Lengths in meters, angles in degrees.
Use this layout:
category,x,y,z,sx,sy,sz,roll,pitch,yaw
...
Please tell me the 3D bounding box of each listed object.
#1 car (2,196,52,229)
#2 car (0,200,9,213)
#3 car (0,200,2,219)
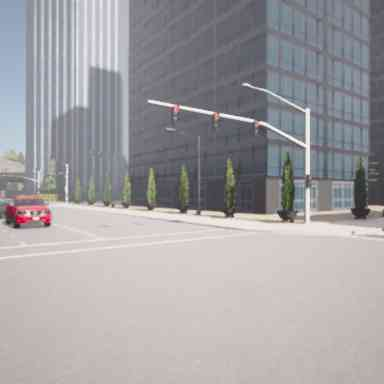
category,x,y,z,sx,sy,sz,roll,pitch,yaw
car,-11.359,1.309,23.004,2.150,2.045,5.566,0,0,-36
car,-23.219,1.681,39.467,2.033,1.411,5.357,0,0,-36
car,-17.153,1.615,31.043,1.837,1.490,4.892,0,0,-36
